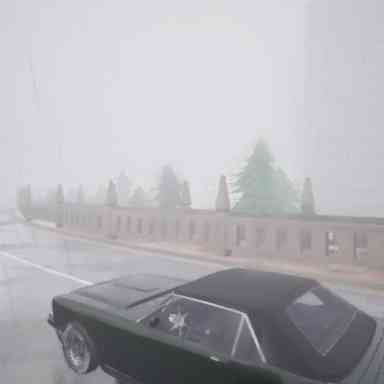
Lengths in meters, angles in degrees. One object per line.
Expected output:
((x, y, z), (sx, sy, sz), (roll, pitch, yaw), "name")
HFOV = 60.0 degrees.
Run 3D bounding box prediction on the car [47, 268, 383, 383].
((0.330, 1.615, 3.886), (4.718, 1.301, 1.895), (0, 0, 37), "car")
